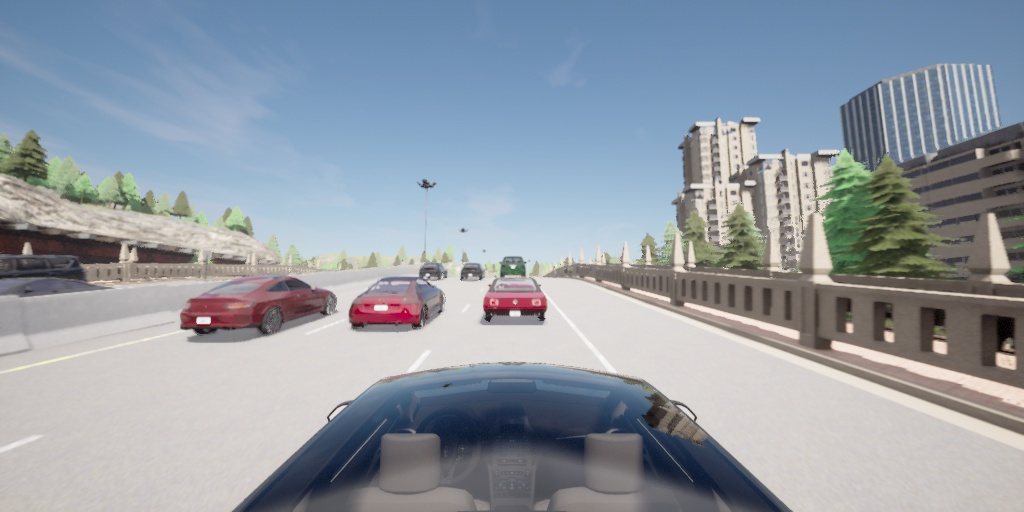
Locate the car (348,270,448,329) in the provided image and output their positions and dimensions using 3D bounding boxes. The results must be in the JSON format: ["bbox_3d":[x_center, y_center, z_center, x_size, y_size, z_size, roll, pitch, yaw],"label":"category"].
[{"bbox_3d":[-3.406,1.316,11.323,1.994,1.385,4.181,0,0,0],"label":"car"}]

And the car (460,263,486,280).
[{"bbox_3d":[-3.419,1.360,31.845,1.837,1.490,4.892,0,-1,0],"label":"car"}]

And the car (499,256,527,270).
[{"bbox_3d":[0.082,1.056,31.040,2.150,2.045,5.566,0,-1,0],"label":"car"}]

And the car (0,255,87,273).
[{"bbox_3d":[-21.108,0.973,14.576,2.150,2.045,5.566,0,0,0],"label":"car"}]

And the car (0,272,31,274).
[{"bbox_3d":[-17.605,1.315,10.230,1.994,1.385,4.181,0,0,0],"label":"car"}]

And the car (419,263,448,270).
[{"bbox_3d":[-6.919,1.360,31.848,1.837,1.490,4.892,0,-1,0],"label":"car"}]

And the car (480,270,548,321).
[{"bbox_3d":[0.093,1.353,12.452,1.895,1.301,4.718,0,0,0],"label":"car"}]

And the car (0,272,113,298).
[{"bbox_3d":[-14.105,1.315,10.243,1.994,1.385,4.181,0,0,0],"label":"car"}]

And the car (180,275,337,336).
[{"bbox_3d":[-6.906,1.277,10.332,1.812,1.442,4.674,0,0,0],"label":"car"}]
